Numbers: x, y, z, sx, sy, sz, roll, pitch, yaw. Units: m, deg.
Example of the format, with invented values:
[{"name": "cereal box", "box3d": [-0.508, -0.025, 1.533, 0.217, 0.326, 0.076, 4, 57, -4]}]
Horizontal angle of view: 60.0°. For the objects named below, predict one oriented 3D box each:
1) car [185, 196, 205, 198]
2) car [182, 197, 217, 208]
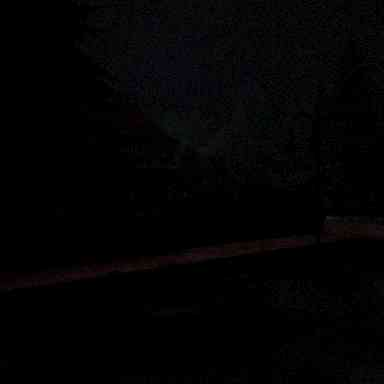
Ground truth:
[{"name": "car", "box3d": [-0.345, 1.315, 41.422, 1.882, 1.535, 5.008, 0, 0, -36]}, {"name": "car", "box3d": [0.908, 1.385, 46.028, 2.033, 1.411, 5.357, 0, 0, -36]}]
